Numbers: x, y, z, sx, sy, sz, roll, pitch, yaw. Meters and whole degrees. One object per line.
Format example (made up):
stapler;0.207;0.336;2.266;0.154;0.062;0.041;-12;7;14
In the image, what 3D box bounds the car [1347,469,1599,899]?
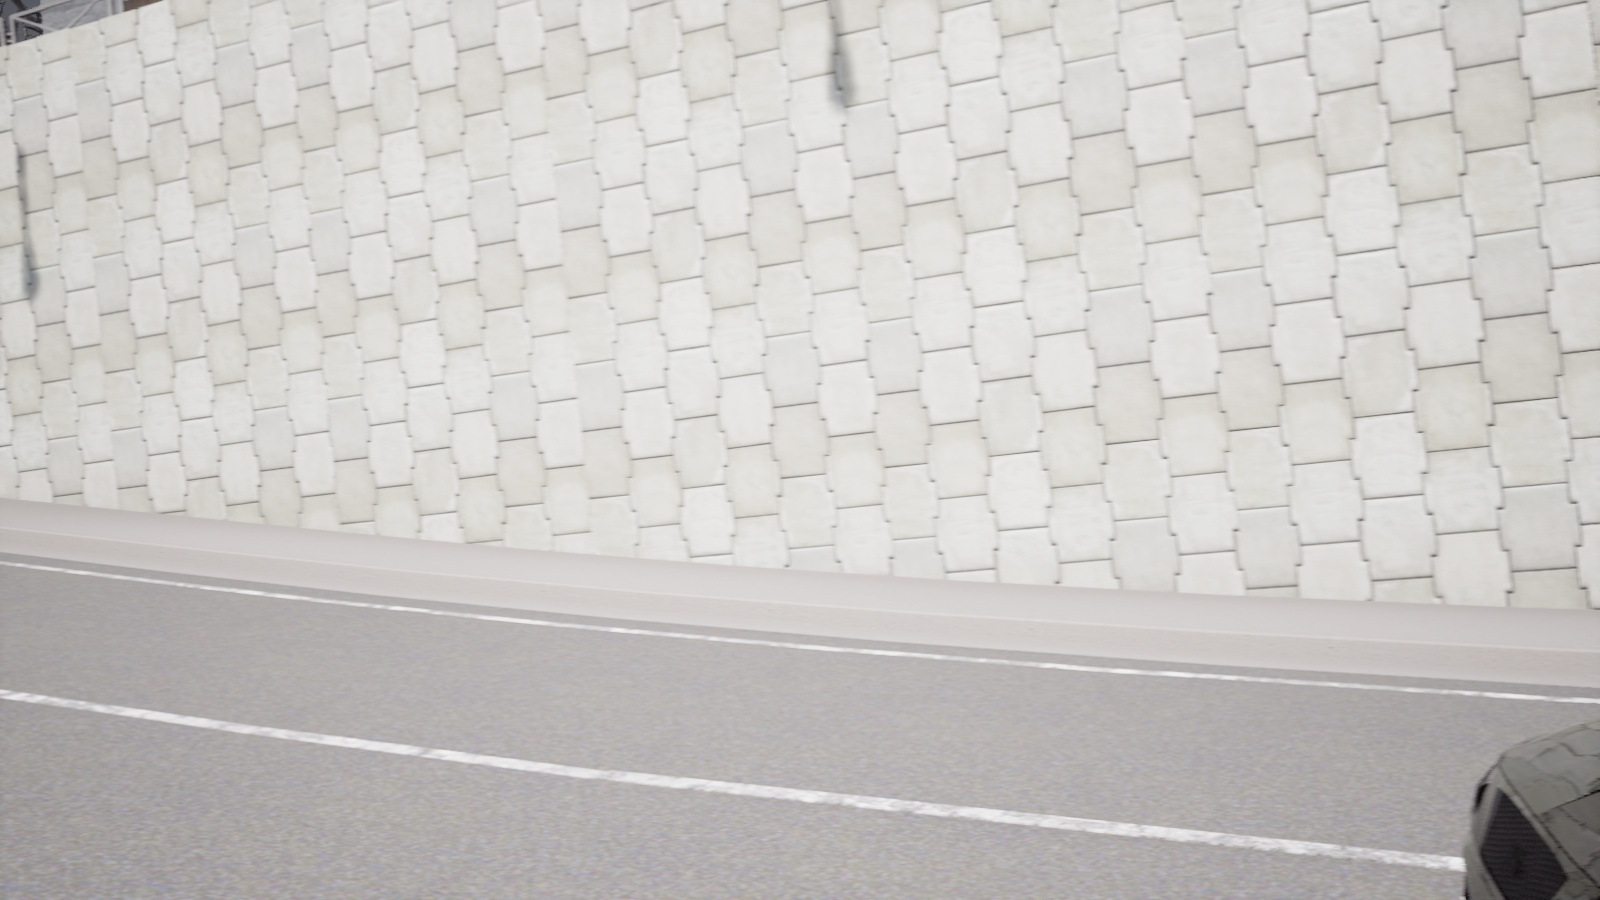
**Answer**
car;3.275;0.821;2.075;4.193;1.474;1.816;1;1;19
